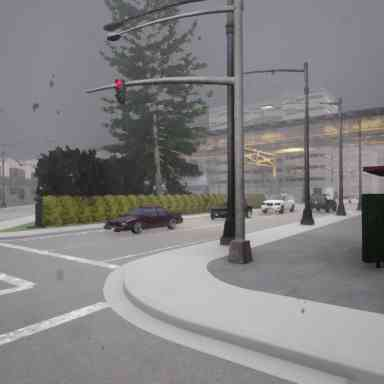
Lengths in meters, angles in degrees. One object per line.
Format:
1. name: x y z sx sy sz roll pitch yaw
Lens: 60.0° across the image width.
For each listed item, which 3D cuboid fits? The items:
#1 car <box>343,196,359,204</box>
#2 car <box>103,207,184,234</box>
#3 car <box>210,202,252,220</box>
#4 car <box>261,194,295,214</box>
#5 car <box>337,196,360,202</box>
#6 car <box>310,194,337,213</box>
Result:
1. car: 31.946 1.520 67.954 4.974 1.542 2.038 0 0 -29
2. car: -2.697 1.601 20.031 2.033 1.411 5.357 -1 0 36
3. car: 3.425 1.534 28.477 1.882 1.535 5.008 -1 0 36
4. car: 9.729 1.280 37.140 2.150 2.045 5.566 -1 0 36
5. car: 31.989 1.363 67.981 4.536 1.218 1.853 0 0 -29
6. car: 14.936 1.246 38.089 2.150 2.045 5.566 -1 0 35
